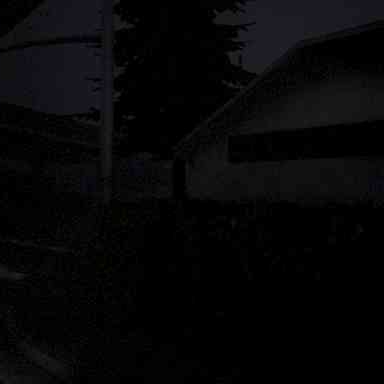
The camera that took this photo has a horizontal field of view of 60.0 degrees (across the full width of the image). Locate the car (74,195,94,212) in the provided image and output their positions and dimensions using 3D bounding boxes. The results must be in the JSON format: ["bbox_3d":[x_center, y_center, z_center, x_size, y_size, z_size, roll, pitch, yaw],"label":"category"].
[{"bbox_3d":[-10.746,1.235,35.352,3.866,1.878,1.905,0,0,35],"label":"car"}]

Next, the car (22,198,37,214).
[{"bbox_3d":[-17.551,1.390,33.215,4.611,1.667,2.242,0,0,35],"label":"car"}]
